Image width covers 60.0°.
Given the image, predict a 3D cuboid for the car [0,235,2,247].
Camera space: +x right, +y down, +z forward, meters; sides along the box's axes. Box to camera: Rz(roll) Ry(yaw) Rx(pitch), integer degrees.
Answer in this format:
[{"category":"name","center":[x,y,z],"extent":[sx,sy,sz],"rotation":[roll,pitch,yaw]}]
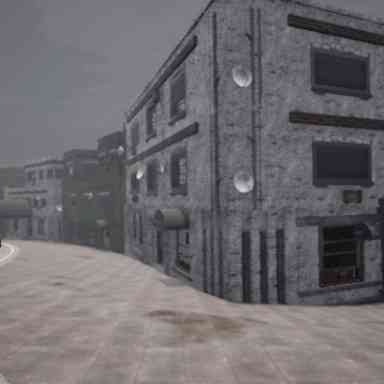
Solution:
[{"category":"car","center":[-20.383,4.771,33.517],"extent":[1.882,1.535,5.008],"rotation":[0,-5,-33]}]
